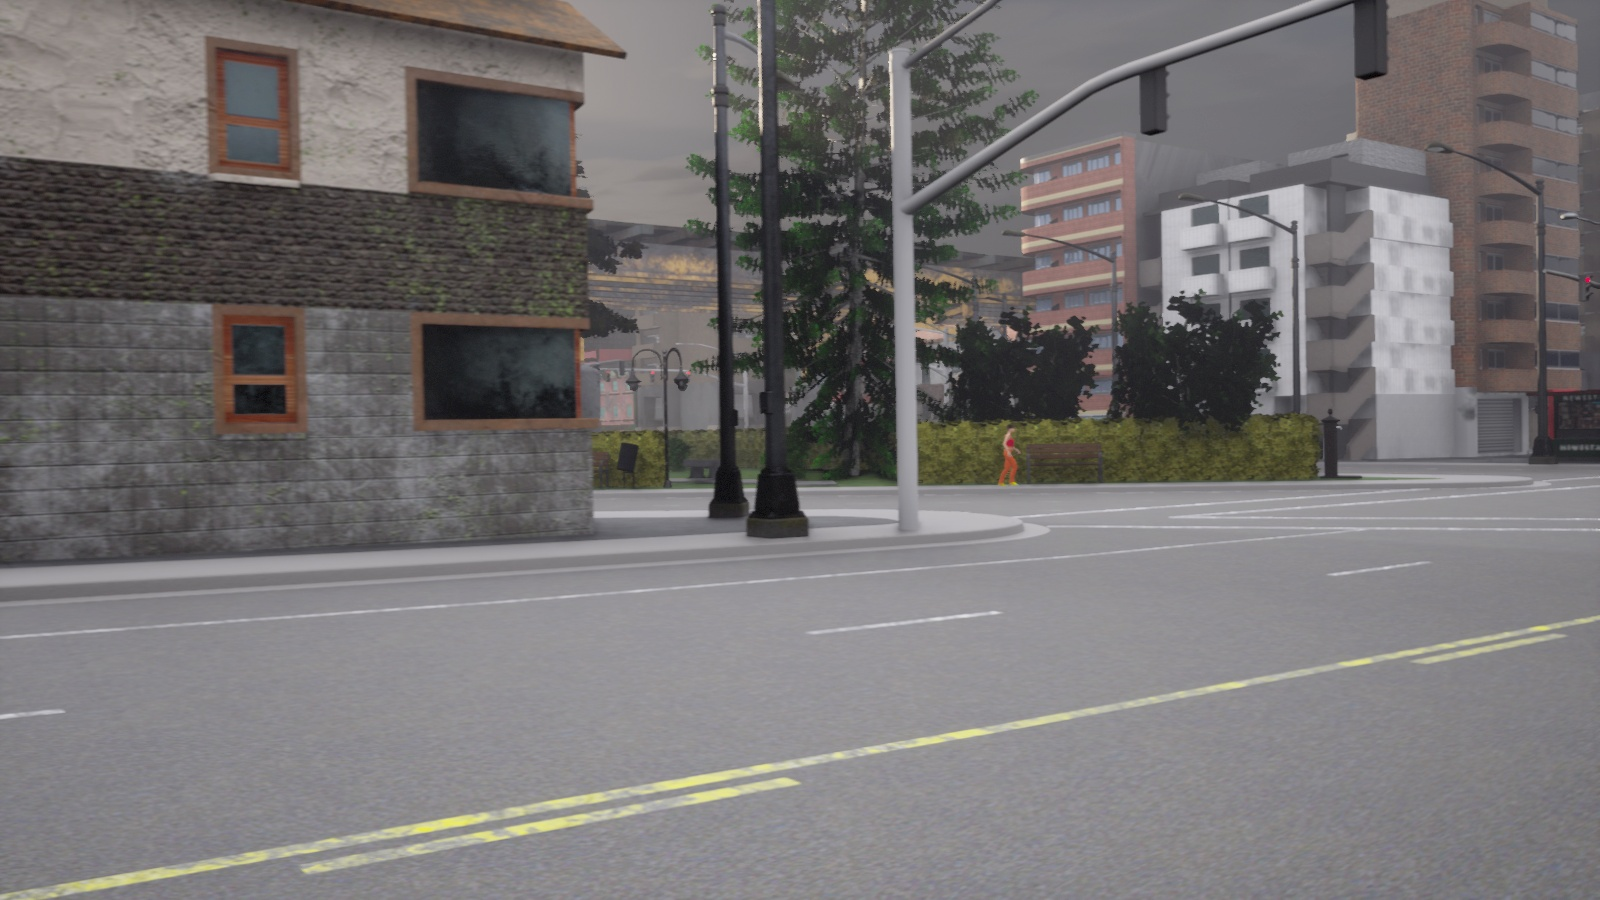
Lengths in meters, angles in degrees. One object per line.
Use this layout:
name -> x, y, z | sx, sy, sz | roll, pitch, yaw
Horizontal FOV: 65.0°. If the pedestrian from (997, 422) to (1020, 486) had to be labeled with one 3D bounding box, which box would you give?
pedestrian -> 6.034, 0.112, 36.345 | 0.594, 1.836, 0.345 | -1, 1, 13
